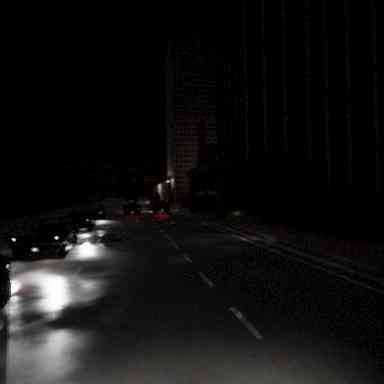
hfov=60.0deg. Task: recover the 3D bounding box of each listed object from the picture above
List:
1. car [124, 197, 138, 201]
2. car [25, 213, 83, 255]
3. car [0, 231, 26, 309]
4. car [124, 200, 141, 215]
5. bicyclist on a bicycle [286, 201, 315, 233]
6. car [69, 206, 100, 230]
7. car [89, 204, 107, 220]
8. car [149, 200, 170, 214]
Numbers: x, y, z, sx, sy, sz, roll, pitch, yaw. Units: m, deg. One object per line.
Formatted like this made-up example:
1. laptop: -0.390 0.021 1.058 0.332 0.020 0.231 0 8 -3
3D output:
1. car: -9.134 1.746 50.404 2.150 2.045 5.566 -1 0 -10
2. car: -6.118 1.816 14.297 1.895 1.301 4.718 -1 0 -11
3. car: -4.444 1.645 5.355 1.812 1.442 4.674 -1 0 -11
4. car: -7.103 2.011 39.657 1.895 1.301 4.718 -1 0 -11
5. bicyclist on a bicycle: 5.550 1.300 17.048 1.656 1.620 0.582 -1 0 -11
6. car: -7.795 1.911 23.270 1.895 1.301 4.718 -1 0 -11
7. car: -9.613 1.941 33.083 1.812 1.442 4.674 -1 0 -11
8. car: -3.896 1.861 41.296 1.837 1.490 4.892 -1 0 -10
